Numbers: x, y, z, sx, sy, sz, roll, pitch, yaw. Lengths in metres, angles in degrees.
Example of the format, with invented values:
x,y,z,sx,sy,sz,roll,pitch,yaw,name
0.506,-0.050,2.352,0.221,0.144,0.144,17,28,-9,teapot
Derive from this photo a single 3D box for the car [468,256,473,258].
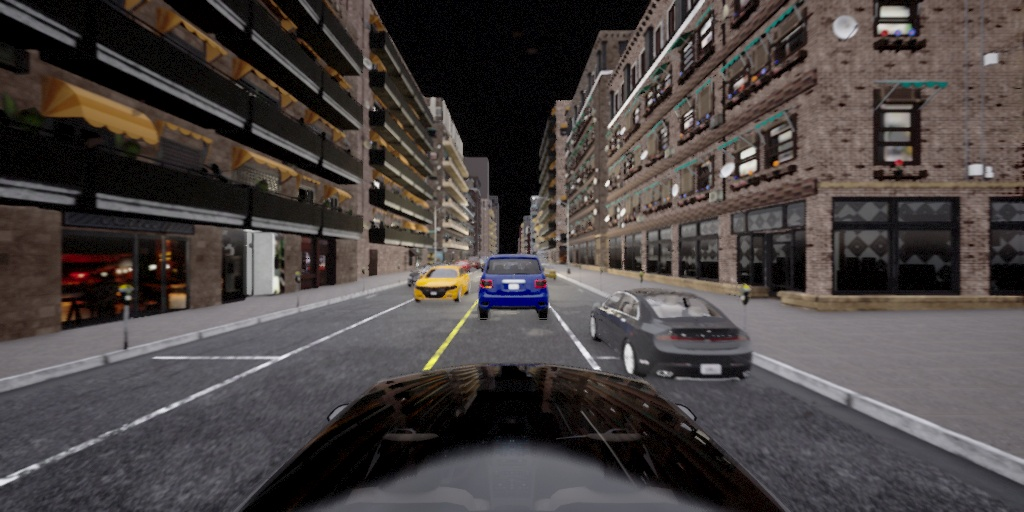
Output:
x,y,z,sx,sy,sz,roll,pitch,yaw,name
-5.693,0.990,52.129,2.192,1.841,5.009,0,0,0,car

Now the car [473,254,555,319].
x,y,z,sx,sy,sz,roll,pitch,yaw,name
0.033,0.956,12.829,2.150,2.045,5.566,0,0,0,car

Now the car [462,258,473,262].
x,y,z,sx,sy,sz,roll,pitch,yaw,name
-5.692,1.237,40.856,1.888,1.381,4.507,0,0,0,car

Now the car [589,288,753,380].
x,y,z,sx,sy,sz,roll,pitch,yaw,name
2.689,1.293,7.034,2.007,1.370,4.403,0,0,0,car

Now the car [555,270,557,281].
x,y,z,sx,sy,sz,roll,pitch,yaw,name
2.689,1.235,29.749,1.751,1.417,4.829,0,0,0,car

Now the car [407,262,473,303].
x,y,z,sx,sy,sz,roll,pitch,yaw,name
-3.099,1.206,16.673,1.882,1.535,5.008,0,0,0,car
